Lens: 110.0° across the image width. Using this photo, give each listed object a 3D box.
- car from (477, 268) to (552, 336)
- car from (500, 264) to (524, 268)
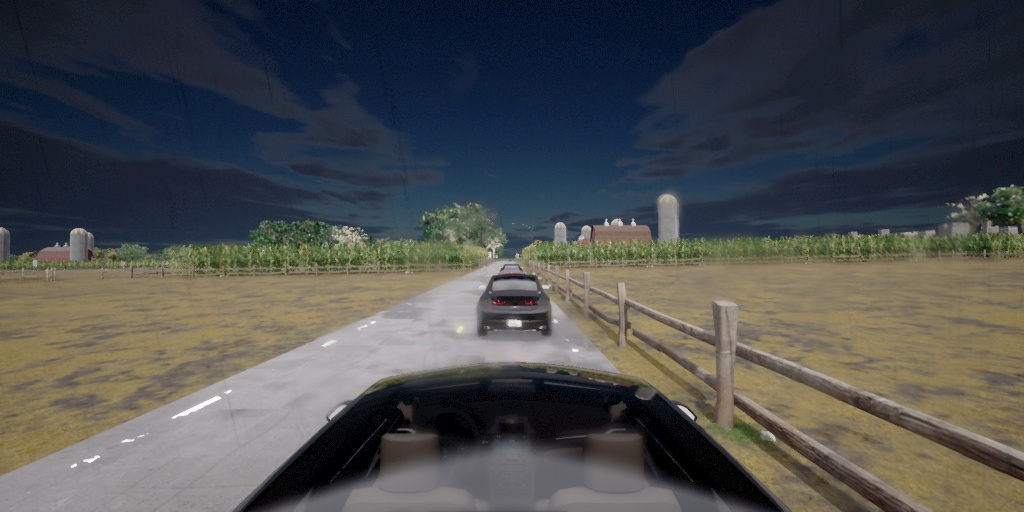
[{"bbox_3d":[0.058,1.253,10.367,1.837,1.490,4.892,0,0,0],"label":"car"},{"bbox_3d":[-0.028,1.295,27.265,1.994,1.385,4.181,0,0,0],"label":"car"}]
